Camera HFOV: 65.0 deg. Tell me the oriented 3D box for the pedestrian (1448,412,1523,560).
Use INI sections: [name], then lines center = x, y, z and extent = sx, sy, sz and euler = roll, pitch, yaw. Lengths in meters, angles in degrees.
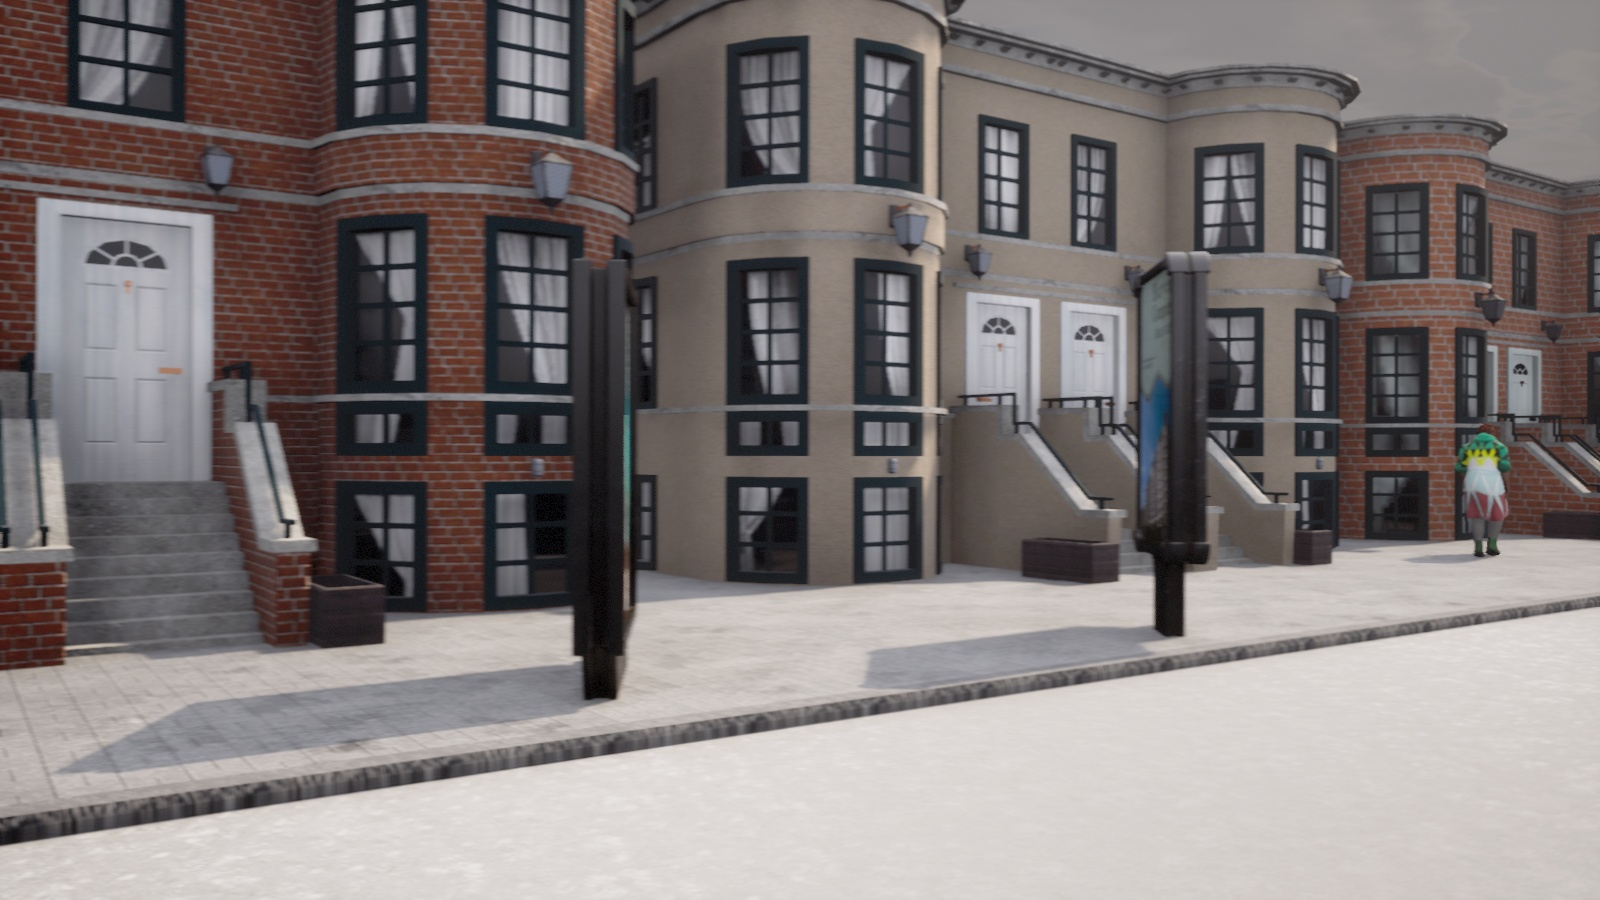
[pedestrian]
center = 9.376, 0.477, 17.169
extent = 0.873, 1.952, 0.659
euler = 0, 0, -44
